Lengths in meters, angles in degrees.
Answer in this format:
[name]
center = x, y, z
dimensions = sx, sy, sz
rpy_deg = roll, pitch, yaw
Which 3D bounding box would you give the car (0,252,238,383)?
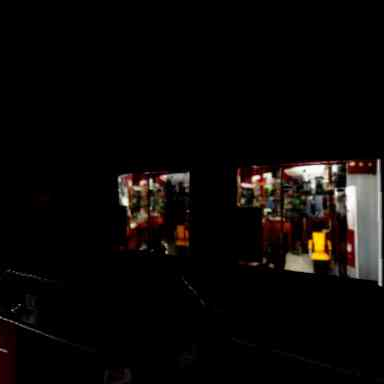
[car]
center = -1.616, 1.476, 4.027
dimensions = 4.097, 1.590, 1.967
rpy_deg = -1, -1, 35
